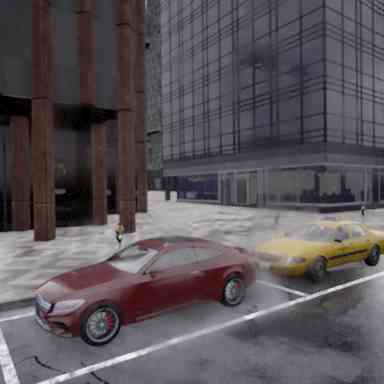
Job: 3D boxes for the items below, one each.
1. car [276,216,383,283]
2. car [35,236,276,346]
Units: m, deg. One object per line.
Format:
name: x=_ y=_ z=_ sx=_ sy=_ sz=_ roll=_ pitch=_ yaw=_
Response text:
car: x=3.682 y=1.391 z=9.259 sx=4.829 sy=1.417 sz=1.752 roll=-1 pitch=1 yaw=-35
car: x=-0.611 y=1.533 z=6.208 sx=4.206 sy=1.307 sz=1.802 roll=-1 pitch=1 yaw=-35
